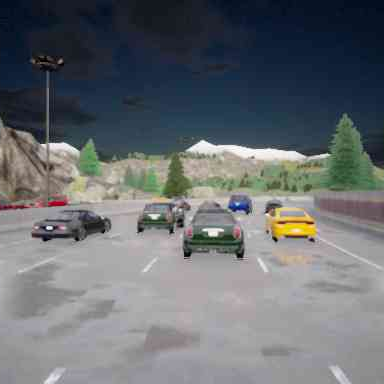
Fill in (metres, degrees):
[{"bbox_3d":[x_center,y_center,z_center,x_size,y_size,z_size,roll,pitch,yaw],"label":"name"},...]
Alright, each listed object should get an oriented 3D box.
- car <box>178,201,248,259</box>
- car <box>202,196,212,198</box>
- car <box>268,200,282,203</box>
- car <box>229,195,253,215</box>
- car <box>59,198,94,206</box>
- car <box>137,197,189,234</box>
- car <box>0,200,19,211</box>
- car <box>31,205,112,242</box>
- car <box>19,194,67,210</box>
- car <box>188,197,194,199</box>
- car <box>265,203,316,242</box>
[{"bbox_3d":[0.897,1.395,13.027,2.097,1.767,4.553,0,0,5],"label":"car"},{"bbox_3d":[3.293,1.733,76.099,2.128,1.511,4.902,0,0,29],"label":"car"},{"bbox_3d":[9.250,1.639,37.101,1.837,1.490,4.892,0,0,17],"label":"car"},{"bbox_3d":[5.311,1.345,36.186,2.150,2.045,5.566,0,0,16],"label":"car"},{"bbox_3d":[-12.563,1.656,37.652,1.994,1.385,4.181,0,0,15],"label":"car"},{"bbox_3d":[-1.722,1.411,20.068,2.097,1.767,4.553,0,0,8],"label":"car"},{"bbox_3d":[-19.606,1.682,38.480,1.895,1.301,4.718,0,0,14],"label":"car"},{"bbox_3d":[-5.774,1.588,16.668,2.033,1.411,5.357,0,0,7],"label":"car"},{"bbox_3d":[-16.232,1.303,37.558,2.150,2.045,5.566,0,0,14],"label":"car"},{"bbox_3d":[-1.445,1.641,37.900,1.812,1.442,4.674,0,0,15],"label":"car"},{"bbox_3d":[4.884,1.541,16.980,1.882,1.535,5.008,0,0,7],"label":"car"}]
